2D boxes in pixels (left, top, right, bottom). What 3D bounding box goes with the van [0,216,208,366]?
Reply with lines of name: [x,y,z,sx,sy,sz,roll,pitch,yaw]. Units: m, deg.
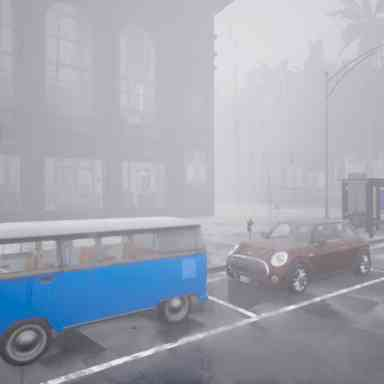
van: [-1.616,1.341,5.497,3.998,1.788,1.690,0,0,-35]

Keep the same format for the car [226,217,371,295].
car: [2.806,1.438,8.642,4.097,1.590,1.967,0,0,-35]
